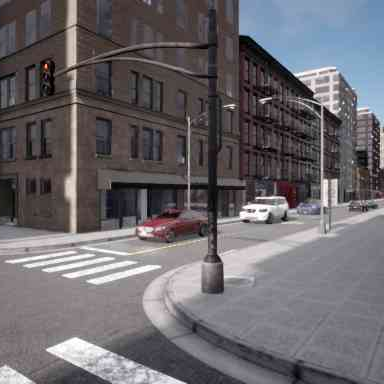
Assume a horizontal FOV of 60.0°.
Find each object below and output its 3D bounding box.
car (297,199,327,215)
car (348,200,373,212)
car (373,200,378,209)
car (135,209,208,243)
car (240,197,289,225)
[{"bbox_3d":[13.170,1.582,36.545,2.097,1.767,4.553,0,0,37],"label":"car"},{"bbox_3d":[22.034,1.782,43.955,2.128,1.511,4.902,0,0,36],"label":"car"},{"bbox_3d":[27.785,1.905,52.034,1.994,1.385,4.181,0,0,35],"label":"car"},{"bbox_3d":[-0.817,1.617,16.910,1.812,1.442,4.674,0,0,36],"label":"car"},{"bbox_3d":[5.880,1.383,26.349,2.150,2.045,5.566,0,-1,35],"label":"car"}]
